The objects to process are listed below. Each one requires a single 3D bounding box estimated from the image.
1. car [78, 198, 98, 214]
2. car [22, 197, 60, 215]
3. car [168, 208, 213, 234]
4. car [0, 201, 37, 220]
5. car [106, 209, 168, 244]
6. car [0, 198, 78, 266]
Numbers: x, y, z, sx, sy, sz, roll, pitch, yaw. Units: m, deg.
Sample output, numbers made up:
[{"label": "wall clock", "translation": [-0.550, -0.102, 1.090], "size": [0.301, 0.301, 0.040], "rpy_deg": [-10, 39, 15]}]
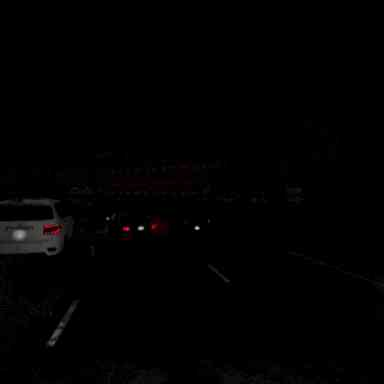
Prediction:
[{"label": "car", "translation": [-12.266, 1.393, 36.533], "size": [2.097, 1.767, 4.553], "rpy_deg": [0, 0, -44]}, {"label": "car", "translation": [-16.082, 1.413, 35.328], "size": [4.553, 1.767, 2.097], "rpy_deg": [0, 0, 43]}, {"label": "car", "translation": [-0.589, 1.592, 19.450], "size": [1.895, 1.301, 4.718], "rpy_deg": [0, 0, -23]}, {"label": "car", "translation": [-16.236, 1.612, 30.455], "size": [2.033, 1.411, 5.357], "rpy_deg": [0, 0, -44]}, {"label": "car", "translation": [-3.001, 1.554, 16.112], "size": [2.033, 1.411, 5.357], "rpy_deg": [0, 0, -21]}, {"label": "car", "translation": [-5.447, 1.241, 11.722], "size": [2.150, 2.045, 5.566], "rpy_deg": [0, 0, -16]}]
